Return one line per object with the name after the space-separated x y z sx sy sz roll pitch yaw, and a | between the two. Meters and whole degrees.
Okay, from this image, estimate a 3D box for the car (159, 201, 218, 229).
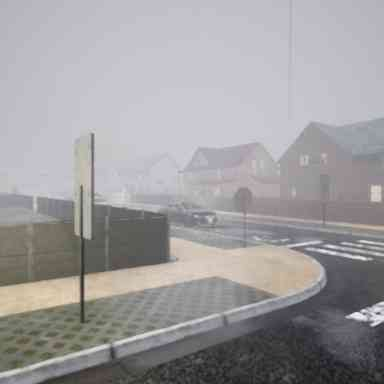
-0.337 1.336 20.784 2.128 1.511 4.902 0 1 -34 | car

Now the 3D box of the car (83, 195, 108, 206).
-13.019 1.126 44.559 1.994 1.385 4.181 0 1 -34 | car

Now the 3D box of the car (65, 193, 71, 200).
-18.634 0.808 52.711 2.097 1.767 4.553 0 1 -34 | car

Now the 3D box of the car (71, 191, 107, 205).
-11.348 0.861 36.972 2.150 2.045 5.566 0 1 -34 | car
